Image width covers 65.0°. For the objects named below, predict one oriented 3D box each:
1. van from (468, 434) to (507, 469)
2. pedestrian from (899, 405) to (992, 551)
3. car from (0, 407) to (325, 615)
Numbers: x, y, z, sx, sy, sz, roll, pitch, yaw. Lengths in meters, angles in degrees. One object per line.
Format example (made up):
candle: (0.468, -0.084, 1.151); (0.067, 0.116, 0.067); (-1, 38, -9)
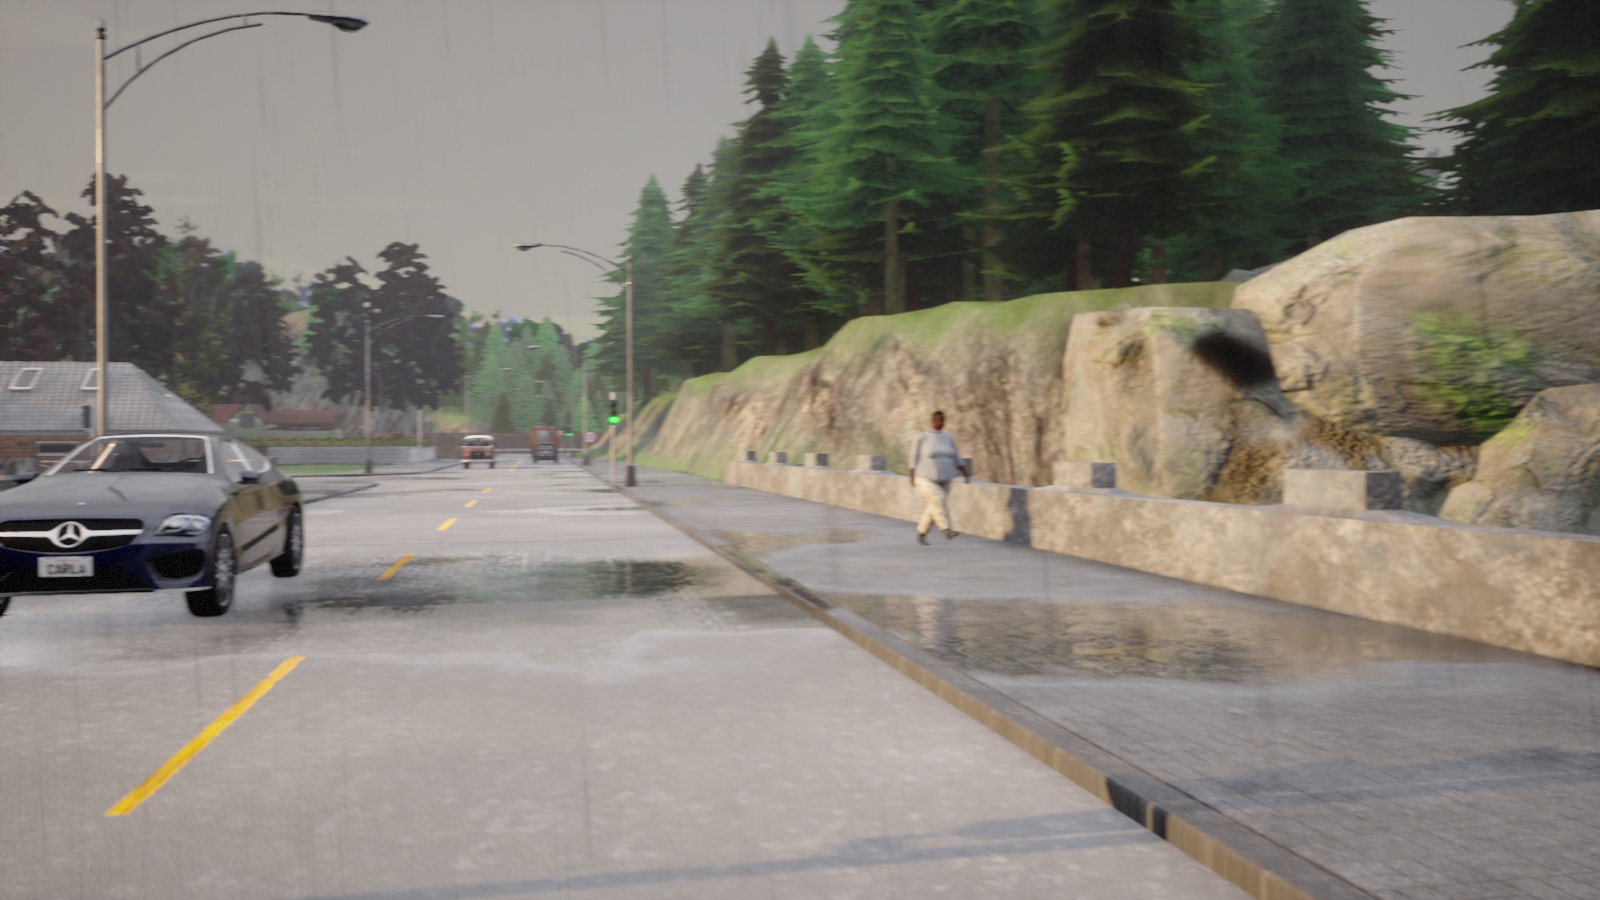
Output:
van: (-18.978, 0.075, 76.378); (2.069, 2.038, 4.480); (0, 0, -11)
pedestrian: (1.914, 0.355, 16.555); (0.874, 1.855, 0.900); (0, 0, -24)
car: (-6.328, 0.469, 12.537); (2.152, 1.651, 5.027); (0, 0, -11)
